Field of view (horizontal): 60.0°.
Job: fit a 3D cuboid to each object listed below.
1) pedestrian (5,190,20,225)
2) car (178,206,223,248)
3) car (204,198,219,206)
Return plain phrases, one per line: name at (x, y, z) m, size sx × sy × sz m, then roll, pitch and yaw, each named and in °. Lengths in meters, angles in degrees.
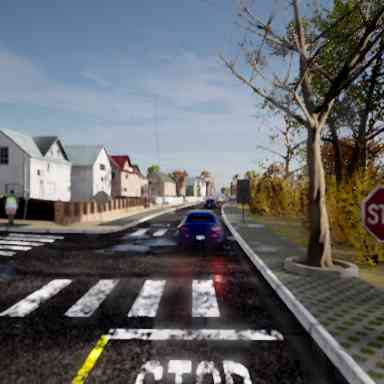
pedestrian at (-9.544, 0.789, 17.551) m, size 0.375 × 1.860 × 0.375 m, roll 0°, pitch -3°, yaw 0°
car at (0.388, 1.547, 14.765) m, size 1.812 × 1.442 × 4.674 m, roll 0°, pitch 0°, yaw 2°
car at (2.801, 1.729, 50.356) m, size 1.812 × 1.442 × 4.674 m, roll 0°, pitch -1°, yaw 6°
